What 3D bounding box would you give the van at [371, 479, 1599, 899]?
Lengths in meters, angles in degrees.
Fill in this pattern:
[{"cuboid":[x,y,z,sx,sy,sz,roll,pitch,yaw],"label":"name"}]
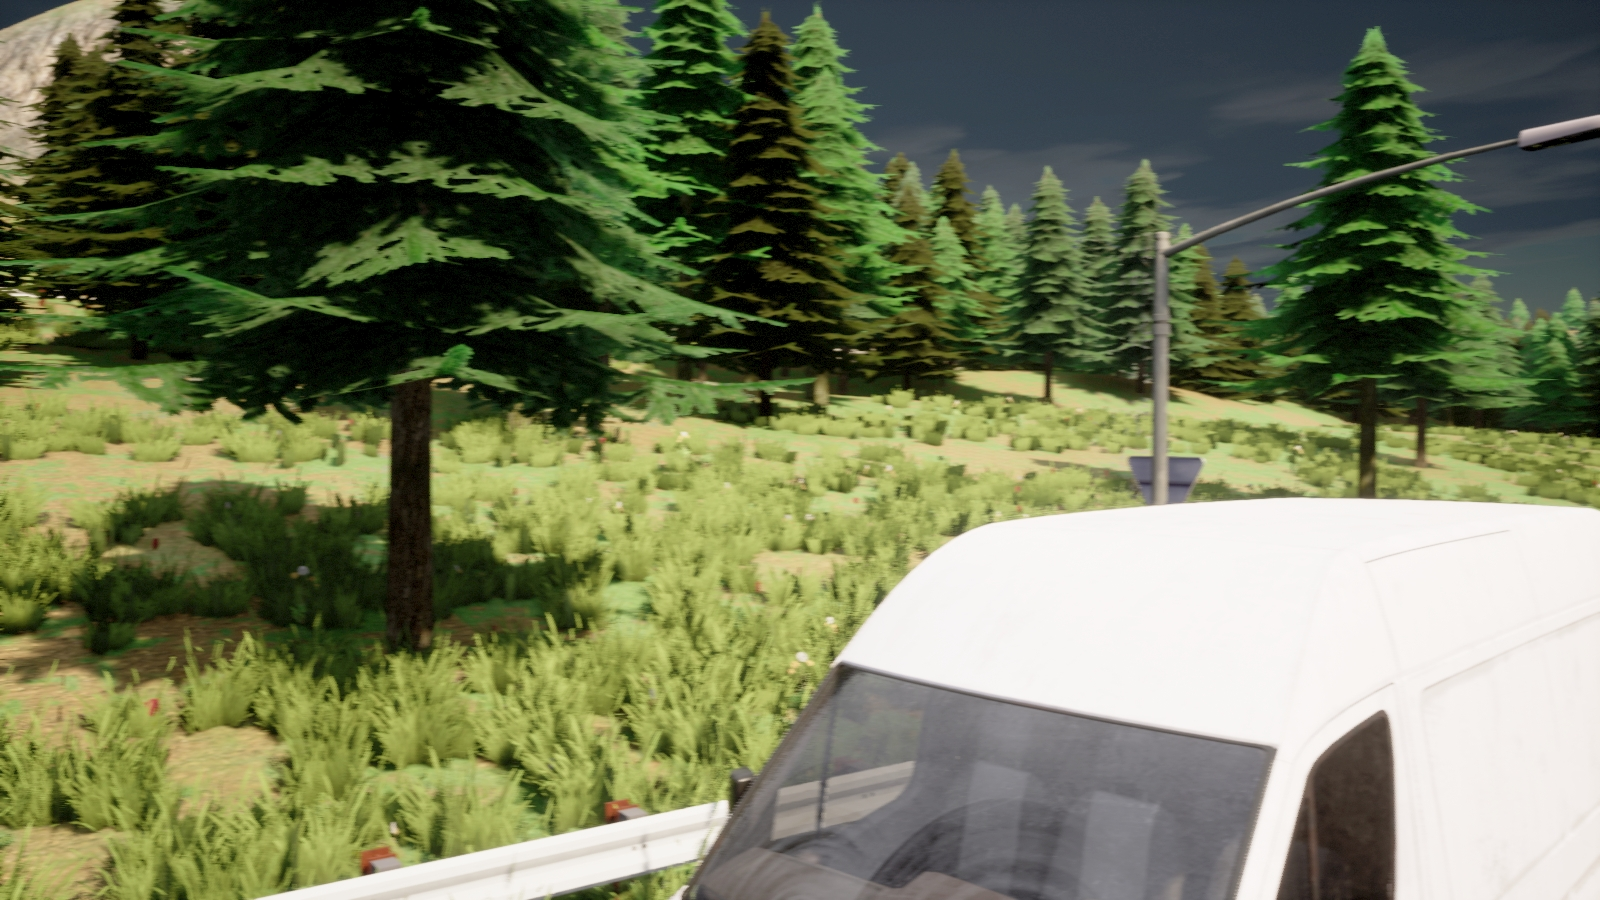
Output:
[{"cuboid":[1.645,1.470,4.467,5.915,2.561,1.988,0,0,-43],"label":"van"}]
